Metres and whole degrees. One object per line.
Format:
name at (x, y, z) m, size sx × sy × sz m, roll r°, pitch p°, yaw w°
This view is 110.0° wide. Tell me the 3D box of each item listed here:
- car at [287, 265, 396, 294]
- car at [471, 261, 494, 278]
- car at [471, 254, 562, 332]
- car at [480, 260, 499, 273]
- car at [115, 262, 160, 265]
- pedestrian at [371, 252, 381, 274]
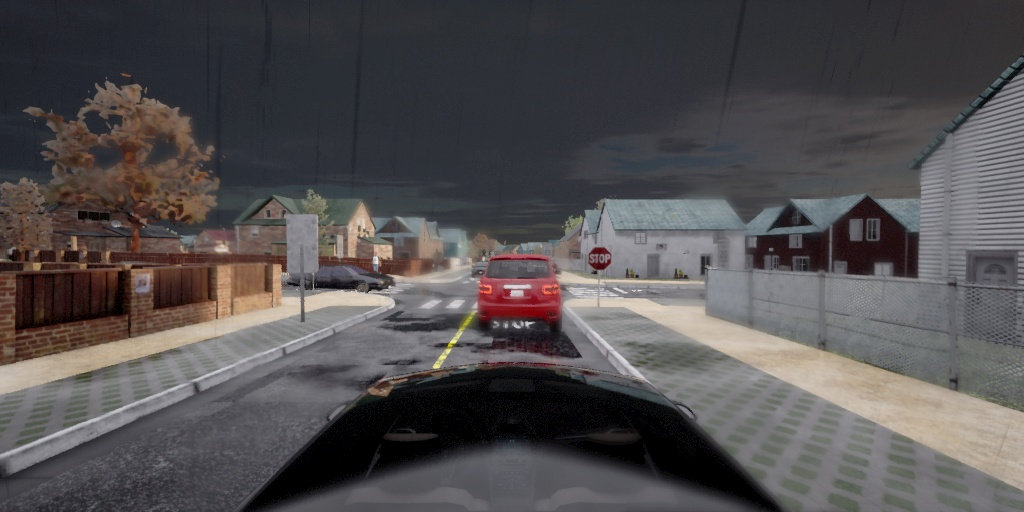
car at (-9.034, 1.176, 19.126) m, size 5.357 × 1.411 × 2.033 m, roll 1°, pitch 1°, yaw 6°
car at (-2.766, 1.247, 34.732) m, size 1.837 × 1.490 × 4.892 m, roll 0°, pitch 0°, yaw 0°
car at (0.369, 0.969, 11.060) m, size 2.150 × 2.045 × 5.566 m, roll 0°, pitch 0°, yaw 5°
car at (-2.720, 1.284, 45.287) m, size 2.033 × 1.411 × 5.357 m, roll 0°, pitch 0°, yaw 0°
car at (-20.226, 0.991, 19.718) m, size 4.718 × 1.301 × 1.895 m, roll 1°, pitch 1°, yaw 1°
pedestrian at (-9.619, 0.612, 25.370) m, size 0.375 × 1.860 × 0.375 m, roll 0°, pitch 0°, yaw 1°
